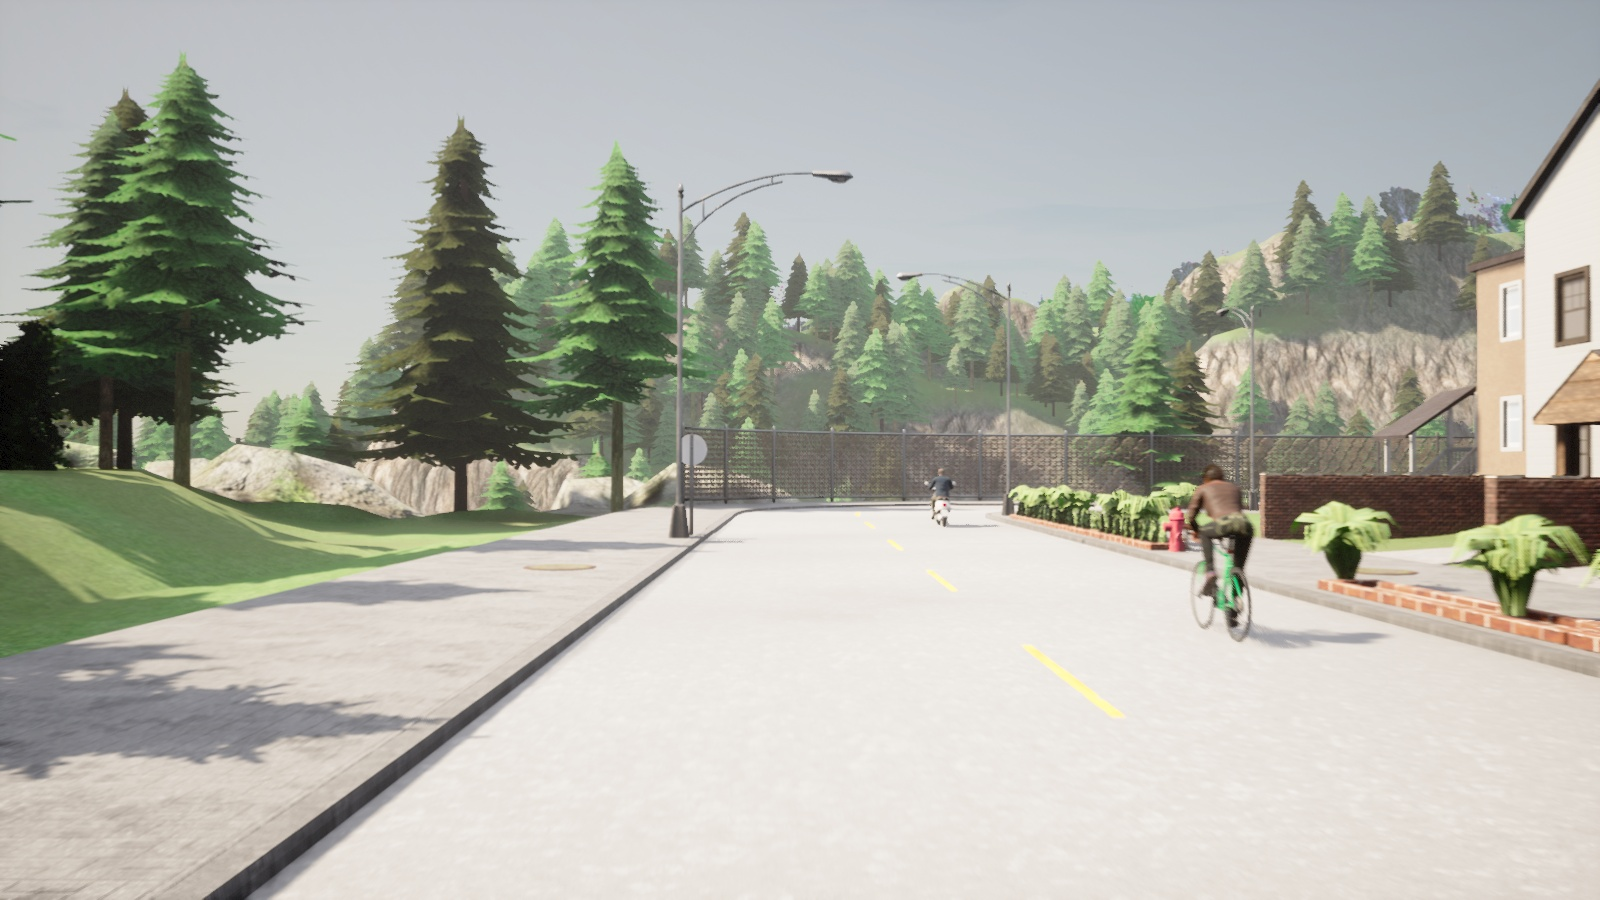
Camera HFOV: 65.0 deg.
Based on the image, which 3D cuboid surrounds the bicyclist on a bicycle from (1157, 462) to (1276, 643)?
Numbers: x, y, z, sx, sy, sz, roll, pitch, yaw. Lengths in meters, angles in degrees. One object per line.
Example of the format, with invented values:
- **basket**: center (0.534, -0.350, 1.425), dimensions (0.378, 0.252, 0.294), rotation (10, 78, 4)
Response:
- **bicyclist on a bicycle**: center (3.971, 0.932, 12.098), dimensions (0.582, 1.620, 1.656), rotation (0, -1, 0)

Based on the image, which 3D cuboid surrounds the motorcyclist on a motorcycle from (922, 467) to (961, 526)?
- **motorcyclist on a motorcycle**: center (3.916, 1.279, 34.960), dimensions (0.866, 1.590, 1.817), rotation (0, -1, 0)
